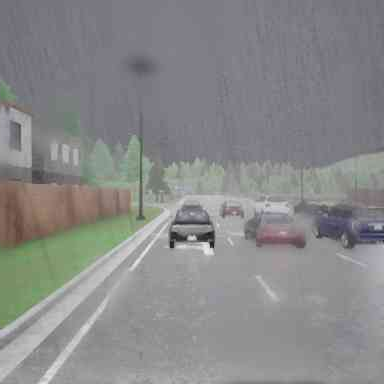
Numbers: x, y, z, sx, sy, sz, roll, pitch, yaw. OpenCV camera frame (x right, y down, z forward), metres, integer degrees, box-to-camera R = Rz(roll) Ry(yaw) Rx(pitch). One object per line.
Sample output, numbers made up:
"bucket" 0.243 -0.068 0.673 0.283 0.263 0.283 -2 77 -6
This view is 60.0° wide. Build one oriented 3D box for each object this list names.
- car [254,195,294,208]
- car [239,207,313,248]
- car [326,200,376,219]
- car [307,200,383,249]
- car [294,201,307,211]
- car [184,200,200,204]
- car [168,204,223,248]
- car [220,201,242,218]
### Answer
"car" 7.000 1.255 29.689 2.150 2.045 5.566 0 0 0
"car" 3.500 1.570 14.659 1.994 1.385 4.181 0 0 0
"car" 14.000 1.493 29.659 2.128 1.511 4.902 0 0 0
"car" 7.000 1.363 14.629 2.097 1.767 4.553 0 0 0
"car" 10.500 1.482 29.659 1.882 1.535 5.008 0 0 0
"car" 0.000 1.514 29.659 1.837 1.490 4.892 0 0 0
"car" 0.000 1.492 14.659 2.128 1.511 4.902 0 0 0
"car" 3.500 1.530 29.659 1.812 1.442 4.674 0 0 0
